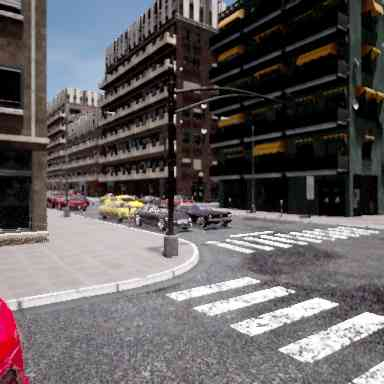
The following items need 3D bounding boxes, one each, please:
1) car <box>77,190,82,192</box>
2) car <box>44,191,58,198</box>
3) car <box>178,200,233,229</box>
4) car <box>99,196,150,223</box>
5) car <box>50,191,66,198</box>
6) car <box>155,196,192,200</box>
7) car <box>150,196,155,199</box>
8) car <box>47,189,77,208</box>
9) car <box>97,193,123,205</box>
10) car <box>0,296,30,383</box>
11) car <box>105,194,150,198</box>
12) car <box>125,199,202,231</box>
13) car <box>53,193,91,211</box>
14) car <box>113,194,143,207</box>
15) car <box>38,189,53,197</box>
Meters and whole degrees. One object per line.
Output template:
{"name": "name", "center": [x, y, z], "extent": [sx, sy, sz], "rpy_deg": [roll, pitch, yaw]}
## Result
{"name": "car", "center": [-21.072, 0.475, 59.435], "extent": [2.192, 1.841, 5.009], "rpy_deg": [1, 0, -36]}
{"name": "car", "center": [-30.883, 0.480, 72.955], "extent": [1.887, 1.381, 4.507], "rpy_deg": [1, 0, -36]}
{"name": "car", "center": [0.300, 1.373, 20.101], "extent": [1.895, 1.301, 4.718], "rpy_deg": [0, 1, -36]}
{"name": "car", "center": [-4.897, 1.226, 22.858], "extent": [1.752, 1.417, 4.829], "rpy_deg": [1, 0, -36]}
{"name": "car", "center": [-27.615, 0.561, 68.449], "extent": [2.008, 1.369, 4.403], "rpy_deg": [1, 0, -36]}
{"name": "car", "center": [-1.461, 1.057, 32.395], "extent": [1.967, 1.590, 4.097], "rpy_deg": [1, 0, -36]}
{"name": "car", "center": [-4.732, 1.091, 36.902], "extent": [2.008, 1.369, 4.403], "rpy_deg": [1, 0, -36]}
{"name": "car", "center": [-14.800, 0.783, 36.515], "extent": [2.192, 1.841, 5.009], "rpy_deg": [1, 0, -36]}
{"name": "car", "center": [-11.369, 0.910, 46.053], "extent": [1.752, 1.417, 4.829], "rpy_deg": [1, 0, -36]}
{"name": "car", "center": [-3.434, 1.230, 0.812], "extent": [5.566, 2.045, 2.150], "rpy_deg": [0, 0, -35]}
{"name": "car", "center": [-5.872, 1.105, 28.597], "extent": [1.882, 1.535, 5.008], "rpy_deg": [0, 1, -36]}
{"name": "car", "center": [-1.728, 1.326, 18.489], "extent": [2.008, 1.369, 4.403], "rpy_deg": [1, 0, -36]}
{"name": "car", "center": [-11.536, 1.089, 32.009], "extent": [1.887, 1.381, 4.507], "rpy_deg": [1, 0, -36]}
{"name": "car", "center": [-8.001, 1.014, 41.409], "extent": [2.008, 1.369, 4.403], "rpy_deg": [1, 0, -36]}
{"name": "car", "center": [-34.148, 0.176, 77.460], "extent": [2.192, 1.841, 5.009], "rpy_deg": [1, 0, -36]}
